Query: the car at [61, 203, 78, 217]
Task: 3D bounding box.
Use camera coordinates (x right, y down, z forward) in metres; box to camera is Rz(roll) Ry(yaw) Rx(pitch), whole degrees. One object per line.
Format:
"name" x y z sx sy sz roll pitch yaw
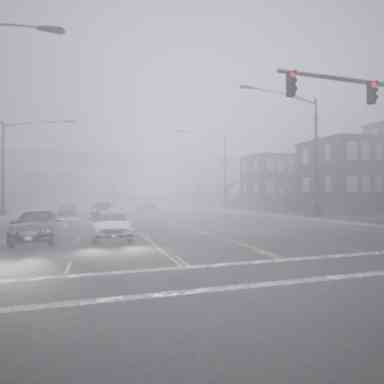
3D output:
"car" -13.435 1.950 36.188 2.033 1.411 5.357 0 0 -16

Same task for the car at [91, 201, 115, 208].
"car" -8.612 1.677 32.203 2.097 1.767 4.553 0 0 -16

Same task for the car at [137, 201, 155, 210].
"car" -7.126 2.049 51.011 1.895 1.301 4.718 0 0 -22

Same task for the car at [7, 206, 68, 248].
"car" -7.497 1.689 16.151 2.128 1.511 4.902 0 0 -17

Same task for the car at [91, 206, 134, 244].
"car" -4.111 1.695 17.007 1.812 1.442 4.674 0 0 -16
